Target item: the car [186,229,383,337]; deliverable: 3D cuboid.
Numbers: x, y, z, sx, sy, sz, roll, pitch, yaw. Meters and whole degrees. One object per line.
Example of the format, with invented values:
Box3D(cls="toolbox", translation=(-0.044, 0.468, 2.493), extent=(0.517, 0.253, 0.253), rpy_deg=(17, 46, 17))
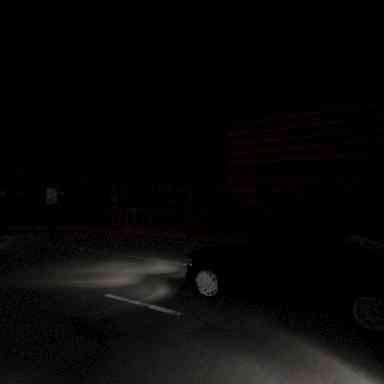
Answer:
Box3D(cls="car", translation=(2.161, 1.489, 6.748), extent=(5.008, 1.535, 1.882), rpy_deg=(0, 0, 35))
